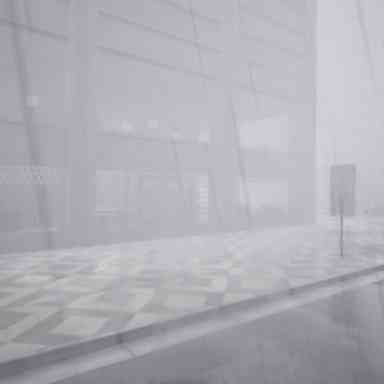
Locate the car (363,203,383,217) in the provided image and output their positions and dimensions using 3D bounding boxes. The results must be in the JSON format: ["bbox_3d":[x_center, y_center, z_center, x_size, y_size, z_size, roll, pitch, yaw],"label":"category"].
[{"bbox_3d":[18.097,1.611,30.321,1.812,1.442,4.674,1,-1,-36],"label":"car"}]
